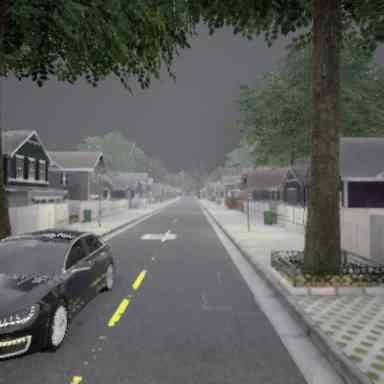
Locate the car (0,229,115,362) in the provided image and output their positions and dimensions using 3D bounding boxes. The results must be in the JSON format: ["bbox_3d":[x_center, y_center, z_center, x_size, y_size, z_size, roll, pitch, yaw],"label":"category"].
[{"bbox_3d":[-2.796,1.538,6.281,1.837,1.490,4.892,0,-1,1],"label":"car"}]
